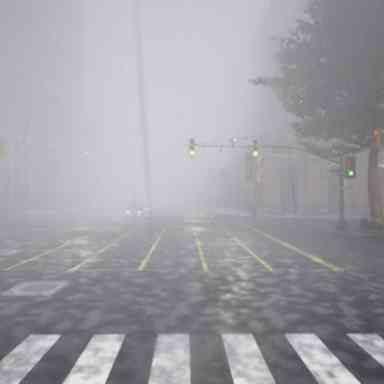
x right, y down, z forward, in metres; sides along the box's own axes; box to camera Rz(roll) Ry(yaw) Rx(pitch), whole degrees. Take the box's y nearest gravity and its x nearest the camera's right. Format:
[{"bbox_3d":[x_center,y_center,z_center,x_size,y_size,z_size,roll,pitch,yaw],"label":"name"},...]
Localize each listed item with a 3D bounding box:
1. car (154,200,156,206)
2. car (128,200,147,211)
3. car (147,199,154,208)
[{"bbox_3d":[-8.639,2.214,70.119,1.882,1.535,5.008,0,-1,-1],"label":"car"},{"bbox_3d":[-8.379,1.991,50.178,1.882,1.535,5.008,0,-1,-1],"label":"car"},{"bbox_3d":[-8.531,2.146,59.746,1.812,1.442,4.674,0,-1,0],"label":"car"}]
